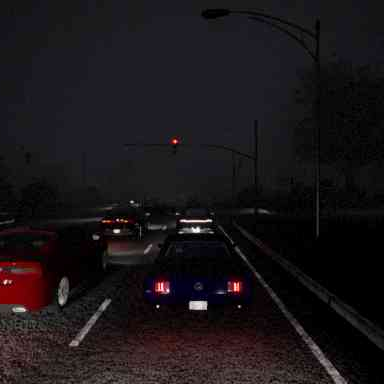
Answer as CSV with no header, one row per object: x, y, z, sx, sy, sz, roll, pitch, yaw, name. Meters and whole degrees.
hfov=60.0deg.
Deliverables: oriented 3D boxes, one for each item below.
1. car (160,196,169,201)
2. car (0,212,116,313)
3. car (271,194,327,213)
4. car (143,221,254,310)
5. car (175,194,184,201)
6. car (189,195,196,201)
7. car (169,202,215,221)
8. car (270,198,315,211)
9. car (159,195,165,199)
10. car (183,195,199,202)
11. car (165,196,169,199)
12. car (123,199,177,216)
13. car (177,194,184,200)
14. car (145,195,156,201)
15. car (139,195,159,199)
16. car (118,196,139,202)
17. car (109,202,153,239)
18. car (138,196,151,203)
-6.794,1.595,83.191,1.895,1.301,4.718,0,0,0,car
-3.382,1.478,7.788,1.882,1.535,5.008,0,0,0,car
11.764,1.222,36.248,5.566,2.045,2.150,0,0,3,car
0.119,1.601,7.761,1.895,1.301,4.718,0,0,0,car
-3.289,1.532,84.646,2.033,1.411,5.357,0,0,0,car
0.214,1.500,85.169,1.837,1.490,4.892,0,0,0,car
0.151,1.491,17.023,2.128,1.511,4.902,0,0,-1,car
11.899,1.505,39.794,4.892,1.490,1.837,0,0,5,car
-6.890,1.601,63.447,1.895,1.301,4.718,0,0,1,car
0.146,1.491,49.956,2.128,1.511,4.902,0,0,-1,car
-6.821,1.478,73.208,1.882,1.535,5.008,0,0,0,car
-3.800,1.601,31.126,1.895,1.301,4.718,0,0,42,car
-3.222,1.328,95.054,1.882,1.535,5.008,0,0,1,car
-10.295,1.540,82.824,2.033,1.411,5.357,0,0,0,car
-6.956,1.564,54.686,1.994,1.385,4.181,0,0,-1,car
-10.484,1.491,53.168,2.128,1.511,4.902,0,0,1,car
-3.358,1.505,17.286,1.837,1.490,4.892,0,0,0,car
-10.322,1.540,72.520,2.033,1.411,5.357,0,0,0,car
